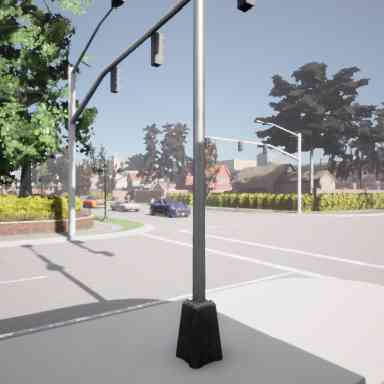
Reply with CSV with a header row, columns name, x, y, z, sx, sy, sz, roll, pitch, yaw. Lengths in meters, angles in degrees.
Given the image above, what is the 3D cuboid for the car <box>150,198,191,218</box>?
name,x,y,z,sx,sy,sz,roll,pitch,yaw
car,-2.078,1.352,30.790,2.097,1.767,4.553,0,0,-36

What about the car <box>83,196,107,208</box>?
name,x,y,z,sx,sy,sz,roll,pitch,yaw
car,-13.712,1.352,46.866,2.097,1.767,4.553,0,0,-36

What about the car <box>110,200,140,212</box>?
name,x,y,z,sx,sy,sz,roll,pitch,yaw
car,-7.822,1.601,38.726,1.895,1.301,4.718,0,0,-36
